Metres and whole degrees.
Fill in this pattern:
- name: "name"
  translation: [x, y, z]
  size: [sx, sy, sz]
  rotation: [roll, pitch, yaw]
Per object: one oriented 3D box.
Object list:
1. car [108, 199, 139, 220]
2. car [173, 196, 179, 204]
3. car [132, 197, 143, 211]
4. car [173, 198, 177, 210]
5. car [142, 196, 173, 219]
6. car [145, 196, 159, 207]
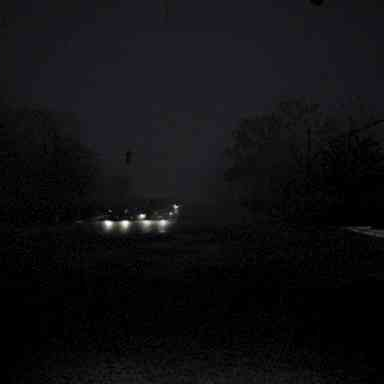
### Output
- name: "car"
  translation: [-7.101, 1.857, 33.893]
  size: [2.097, 1.767, 4.553]
  rotation: [0, 0, 0]
- name: "car"
  translation: [-3.553, 1.603, 61.933]
  size: [1.837, 1.490, 4.892]
  rotation: [0, 2, 1]
- name: "car"
  translation: [-7.097, 1.715, 44.583]
  size: [2.150, 2.045, 5.566]
  rotation: [0, 1, 0]
- name: "car"
  translation: [-3.593, 2.013, 47.180]
  size: [2.033, 1.411, 5.357]
  rotation: [0, 1, 0]
- name: "car"
  translation: [-3.600, 1.738, 35.796]
  size: [2.150, 2.045, 5.566]
  rotation: [0, 0, 0]
- name: "car"
  translation: [-7.044, 1.655, 59.439]
  size: [1.882, 1.535, 5.008]
  rotation: [0, 2, 0]
